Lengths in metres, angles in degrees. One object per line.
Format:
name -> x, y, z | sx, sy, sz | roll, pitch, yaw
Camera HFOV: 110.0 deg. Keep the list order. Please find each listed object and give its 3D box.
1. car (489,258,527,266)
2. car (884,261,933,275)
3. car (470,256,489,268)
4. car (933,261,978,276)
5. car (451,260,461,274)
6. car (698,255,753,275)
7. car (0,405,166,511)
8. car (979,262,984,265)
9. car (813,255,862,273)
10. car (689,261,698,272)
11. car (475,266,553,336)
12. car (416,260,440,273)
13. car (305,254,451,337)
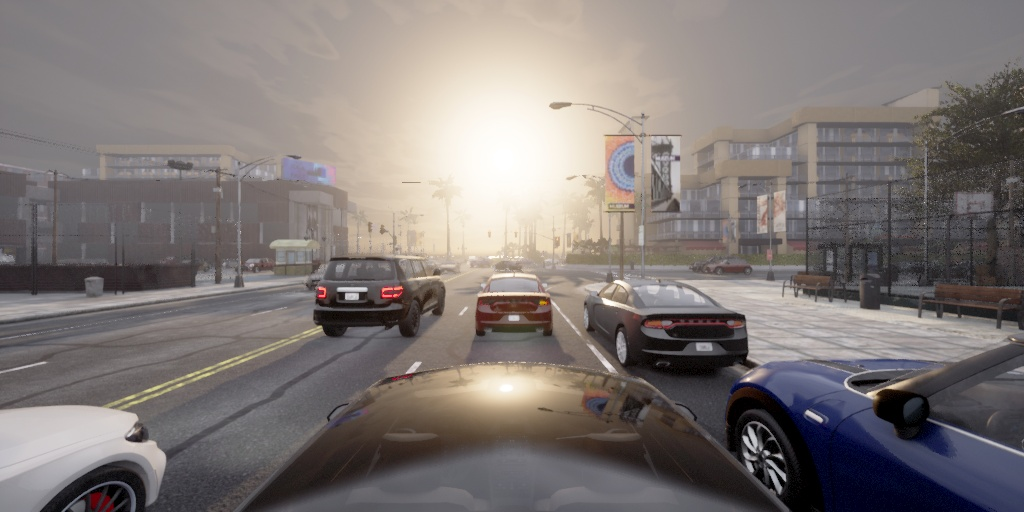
car -> -0.591, 1.242, 46.170 | 1.837, 1.490, 4.892 | -2, 1, -36
car -> 42.874, 1.287, 38.751 | 5.357, 1.411, 2.033 | 0, 0, 0
car -> -5.561, 0.955, 63.076 | 2.150, 2.045, 5.566 | 0, 0, 16
car -> 45.167, 1.245, 35.252 | 4.892, 1.490, 1.837 | 0, 0, -1
car -> -7.090, 1.286, 41.153 | 2.033, 1.411, 5.357 | 0, 0, 0
car -> 23.158, 1.092, 38.646 | 4.553, 1.767, 2.097 | 0, 0, 0
car -> -3.410, 1.276, 0.597 | 1.812, 1.442, 4.674 | 0, 0, 0
car -> 45.170, 1.094, 31.752 | 4.553, 1.767, 2.097 | 0, 0, -1
car -> 38.804, 0.951, 42.235 | 5.566, 2.045, 2.150 | -1, 0, 1
car -> 23.905, 0.960, 42.161 | 5.566, 2.045, 2.150 | 0, 0, 0
car -> 0.060, 1.225, 10.422 | 1.882, 1.535, 5.008 | 0, 0, 0
car -> -10.530, 1.243, 45.422 | 1.837, 1.490, 4.892 | 0, 0, 1
car -> -3.441, 0.969, 10.435 | 2.150, 2.045, 5.566 | 0, 0, 0
